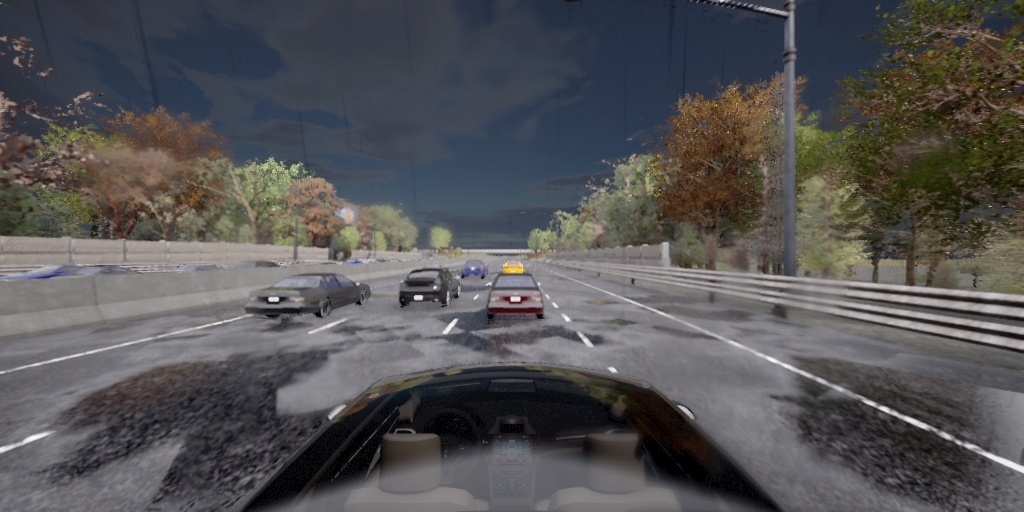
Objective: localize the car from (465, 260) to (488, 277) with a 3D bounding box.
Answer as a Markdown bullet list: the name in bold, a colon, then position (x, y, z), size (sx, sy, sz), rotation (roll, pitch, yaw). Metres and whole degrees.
- **car**: position (-3.401, 1.129, 33.353), size (2.097, 1.767, 4.553), rotation (0, 0, 0)

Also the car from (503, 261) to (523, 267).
- **car**: position (0.101, 1.257, 35.187), size (1.882, 1.535, 5.008), rotation (0, 0, 0)

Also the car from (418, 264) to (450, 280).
- **car**: position (-6.898, 1.376, 32.177), size (1.895, 1.301, 4.718), rotation (0, 0, 0)

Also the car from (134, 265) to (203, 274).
- **car**: position (-21.099, 1.312, 23.817), size (2.033, 1.411, 5.357), rotation (0, 0, 0)

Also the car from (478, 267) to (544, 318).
- **car**: position (0.101, 1.303, 12.947), size (2.033, 1.411, 5.357), rotation (0, 0, 0)

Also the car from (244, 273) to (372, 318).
- **car**: position (-6.904, 1.303, 12.879), size (2.033, 1.411, 5.357), rotation (0, 0, 0)

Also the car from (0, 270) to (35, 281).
- **car**: position (-28.097, 1.288, 22.132), size (1.812, 1.442, 4.674), rotation (0, 0, 0)

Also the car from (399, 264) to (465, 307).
- **car**: position (-3.399, 1.262, 15.443), size (1.837, 1.490, 4.892), rotation (0, 0, 0)

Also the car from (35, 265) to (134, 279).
- **car**: position (-24.598, 1.326, 21.415), size (1.994, 1.385, 4.181), rotation (0, 0, 0)

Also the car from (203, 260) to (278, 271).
- **car**: position (-17.597, 1.117, 24.078), size (2.097, 1.767, 4.553), rotation (0, 0, 0)
